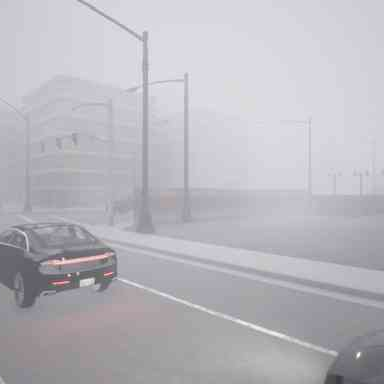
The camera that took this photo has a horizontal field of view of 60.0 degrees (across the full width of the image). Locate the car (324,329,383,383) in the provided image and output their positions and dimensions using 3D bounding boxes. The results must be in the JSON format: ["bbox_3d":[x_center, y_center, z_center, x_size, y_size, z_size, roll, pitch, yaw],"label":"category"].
[{"bbox_3d":[3.196,1.505,1.584,4.892,1.490,1.837,0,0,38],"label":"car"}]

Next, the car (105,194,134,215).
[{"bbox_3d":[-6.290,1.221,34.999,5.566,2.045,2.150,0,0,-44],"label":"car"}]

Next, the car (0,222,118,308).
[{"bbox_3d":[-3.647,1.492,8.041,2.128,1.511,4.902,0,0,-43],"label":"car"}]
